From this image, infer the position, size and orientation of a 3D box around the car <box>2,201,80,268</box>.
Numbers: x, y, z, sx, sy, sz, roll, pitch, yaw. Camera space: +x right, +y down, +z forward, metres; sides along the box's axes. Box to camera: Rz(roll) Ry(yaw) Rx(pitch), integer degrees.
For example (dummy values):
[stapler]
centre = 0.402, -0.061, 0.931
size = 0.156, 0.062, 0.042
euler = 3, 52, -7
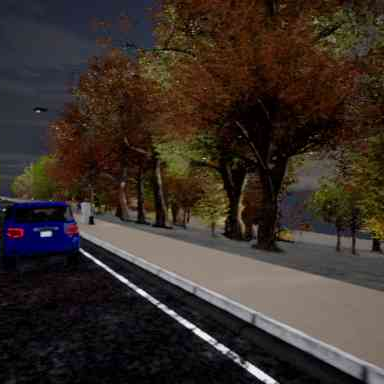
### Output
[car]
centre = -5.615, 1.347, 12.140
size = 2.150, 2.045, 5.566
euler = 0, 0, -29
